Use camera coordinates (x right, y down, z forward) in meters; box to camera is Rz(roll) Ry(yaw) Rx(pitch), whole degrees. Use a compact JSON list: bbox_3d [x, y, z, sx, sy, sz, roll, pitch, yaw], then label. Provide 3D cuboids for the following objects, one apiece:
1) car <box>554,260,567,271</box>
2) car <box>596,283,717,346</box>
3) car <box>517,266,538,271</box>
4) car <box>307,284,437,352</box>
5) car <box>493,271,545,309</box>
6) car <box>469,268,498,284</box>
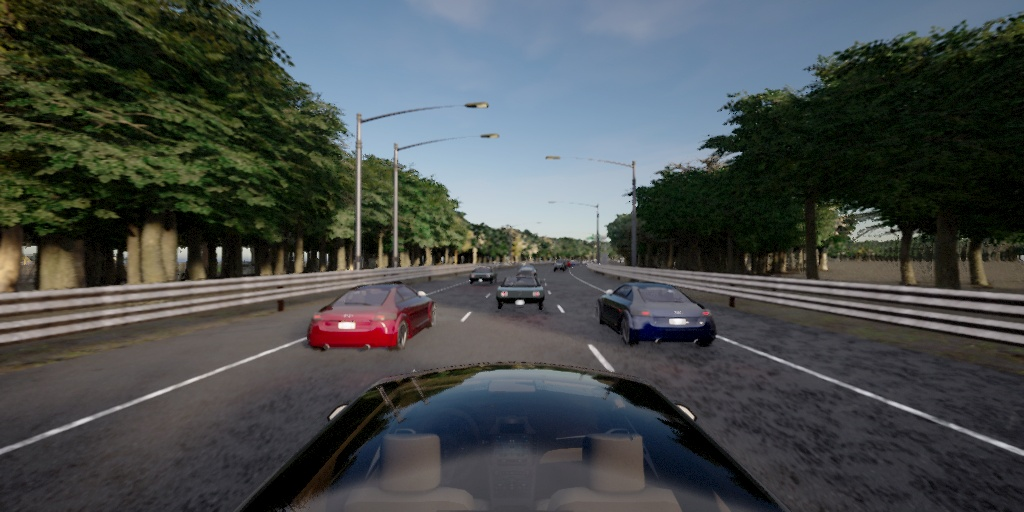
[{"bbox_3d":[8.490,1.917,64.008,1.837,1.490,4.892,0,-1,9],"label":"car"},{"bbox_3d":[3.611,1.405,9.730,1.994,1.385,4.181,0,-1,1],"label":"car"},{"bbox_3d":[1.420,1.619,33.487,1.812,1.442,4.674,0,-1,4],"label":"car"},{"bbox_3d":[-3.285,1.391,9.213,1.994,1.385,4.181,0,-1,1],"label":"car"},{"bbox_3d":[0.394,1.504,15.850,1.895,1.301,4.718,0,-1,2],"label":"car"},{"bbox_3d":[-2.310,1.658,30.548,1.895,1.301,4.718,0,-1,4],"label":"car"}]
